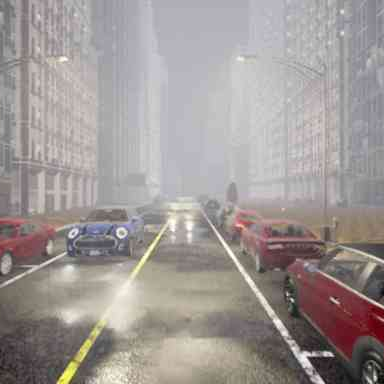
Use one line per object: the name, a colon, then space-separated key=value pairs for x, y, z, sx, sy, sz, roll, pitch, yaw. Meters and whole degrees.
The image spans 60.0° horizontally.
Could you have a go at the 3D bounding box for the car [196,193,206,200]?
car: x=2.105 y=1.175 z=61.551 sx=2.192 sy=1.841 sz=5.009 roll=0 pitch=0 yaw=-1

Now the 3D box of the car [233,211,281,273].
car: x=2.610 y=1.511 z=10.354 sx=1.887 sy=1.381 sz=4.507 roll=0 pitch=0 yaw=-1

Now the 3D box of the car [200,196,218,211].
car: x=2.330 y=1.471 z=38.797 sx=1.947 sy=1.339 sz=4.313 roll=0 pitch=0 yaw=-1

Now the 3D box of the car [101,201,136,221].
car: x=-5.939 y=1.502 z=27.360 sx=1.887 sy=1.381 sz=4.507 roll=0 pitch=0 yaw=-1

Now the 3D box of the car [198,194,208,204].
car: x=2.216 y=1.407 z=50.344 sx=1.752 sy=1.417 sz=4.829 roll=0 pitch=0 yaw=-1

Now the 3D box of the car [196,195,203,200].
car: x=1.880 y=1.403 z=84.307 sx=1.802 sy=1.307 sz=4.206 roll=0 pitch=0 yaw=-1

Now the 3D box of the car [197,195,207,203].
car: x=2.049 y=1.394 z=67.241 sx=1.887 sy=1.381 sz=4.507 roll=0 pitch=0 yaw=-1

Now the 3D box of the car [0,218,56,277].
car: x=-5.770 y=1.540 z=10.293 sx=1.887 sy=1.381 sz=4.507 roll=0 pitch=0 yaw=-1

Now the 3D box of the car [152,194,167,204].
car: x=-6.275 y=1.440 z=61.493 sx=2.008 sy=1.369 sz=4.403 roll=0 pitch=0 yaw=-1

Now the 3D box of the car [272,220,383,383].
car: x=2.666 y=1.420 z=4.664 sx=1.967 sy=1.590 sz=4.097 roll=0 pitch=0 yaw=-1

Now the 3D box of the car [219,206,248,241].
car: x=2.554 y=1.535 z=16.043 sx=1.802 sy=1.307 sz=4.206 roll=0 pitch=0 yaw=-1

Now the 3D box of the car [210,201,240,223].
car: x=2.498 y=1.491 z=21.731 sx=2.008 sy=1.369 sz=4.403 roll=0 pitch=0 yaw=-1

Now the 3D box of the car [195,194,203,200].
car: x=1.824 y=1.356 z=89.995 sx=1.887 sy=1.381 sz=4.507 roll=0 pitch=0 yaw=-1

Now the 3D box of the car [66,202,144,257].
car: x=-3.116 y=1.333 z=12.777 sx=2.097 sy=1.767 sz=4.553 roll=0 pitch=0 yaw=-1
